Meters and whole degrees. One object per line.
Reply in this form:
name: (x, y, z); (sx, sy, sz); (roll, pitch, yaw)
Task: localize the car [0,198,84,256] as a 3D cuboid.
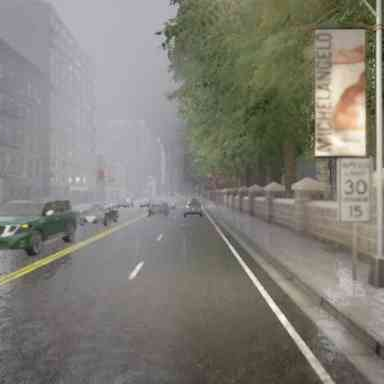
car: (-6.573, 1.279, 13.732); (2.150, 2.045, 5.566); (0, 0, 1)

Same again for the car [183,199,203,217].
car: (0.105, 1.683, 33.112); (2.033, 1.411, 5.357); (0, 0, 0)

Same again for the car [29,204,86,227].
car: (-9.818, 1.650, 24.776); (2.033, 1.411, 5.357); (0, 0, 0)

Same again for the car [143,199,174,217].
car: (-3.237, 1.627, 33.184); (2.128, 1.511, 4.902); (0, 0, 0)

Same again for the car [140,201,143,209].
car: (-6.494, 1.750, 49.341); (2.033, 1.411, 5.357); (0, 0, 0)

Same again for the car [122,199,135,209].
car: (-9.743, 1.751, 49.342); (2.033, 1.411, 5.357); (0, 0, 0)

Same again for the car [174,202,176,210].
car: (-3.212, 1.785, 45.900); (1.895, 1.301, 4.718); (0, 0, 1)

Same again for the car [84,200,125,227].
car: (-6.567, 1.591, 23.958); (2.128, 1.511, 4.902); (0, 0, 0)
